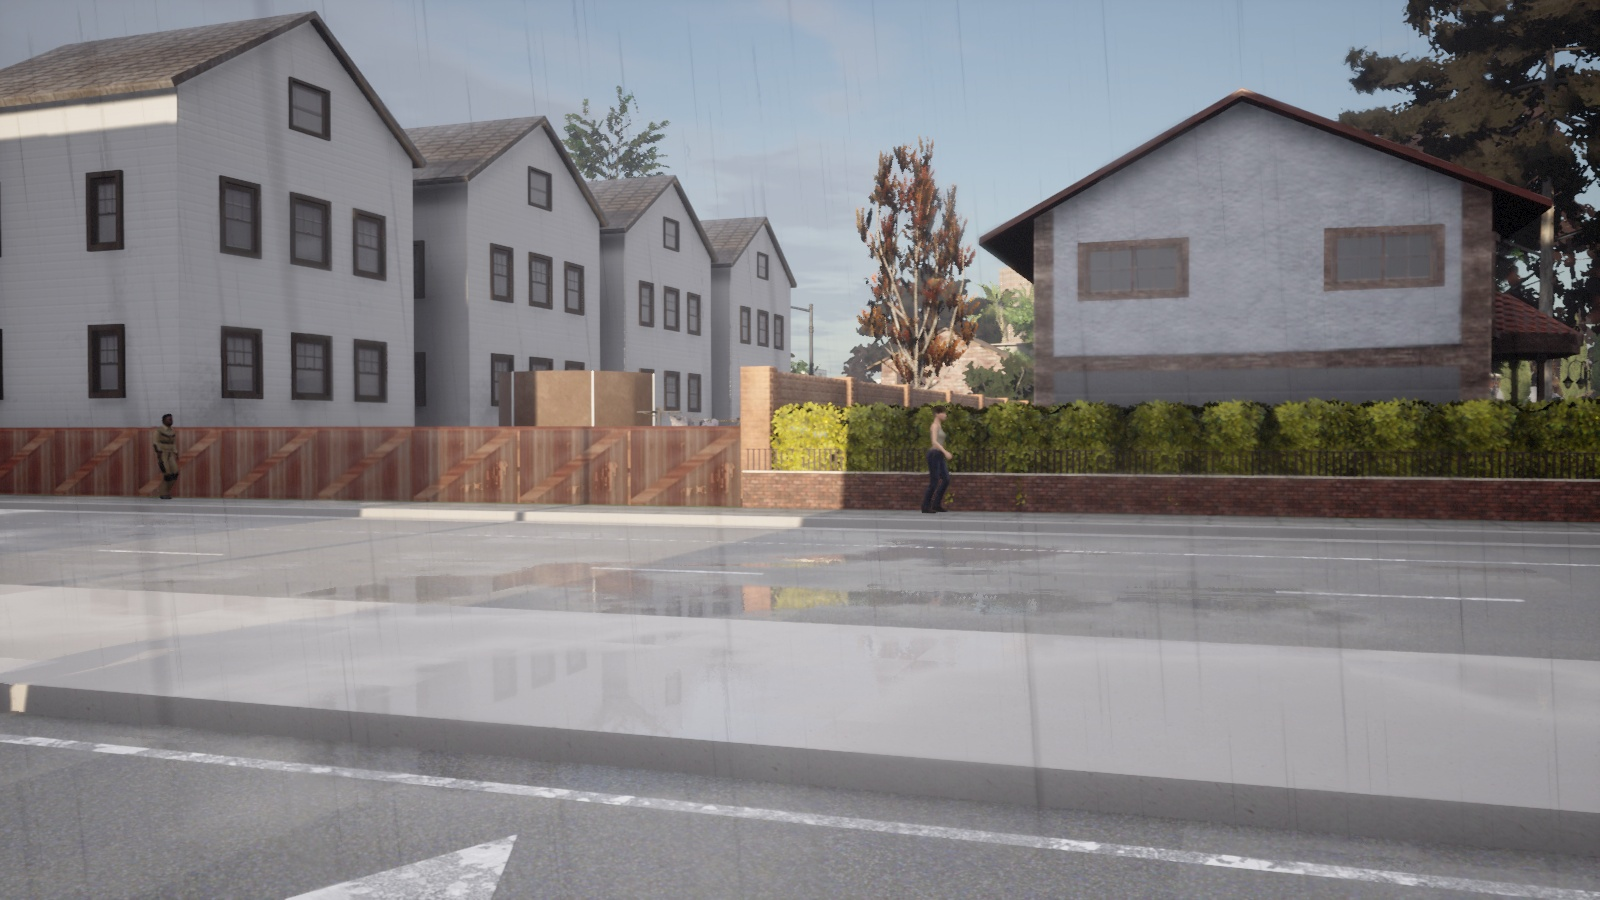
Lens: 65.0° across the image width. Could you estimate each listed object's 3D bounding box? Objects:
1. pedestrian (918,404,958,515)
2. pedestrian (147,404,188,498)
[{"bbox_3d":[2.318,0.152,21.046,0.594,1.836,0.345,1,1,20],"label":"pedestrian"},{"bbox_3d":[-13.123,0.010,26.062,0.692,1.930,0.396,1,1,21],"label":"pedestrian"}]
